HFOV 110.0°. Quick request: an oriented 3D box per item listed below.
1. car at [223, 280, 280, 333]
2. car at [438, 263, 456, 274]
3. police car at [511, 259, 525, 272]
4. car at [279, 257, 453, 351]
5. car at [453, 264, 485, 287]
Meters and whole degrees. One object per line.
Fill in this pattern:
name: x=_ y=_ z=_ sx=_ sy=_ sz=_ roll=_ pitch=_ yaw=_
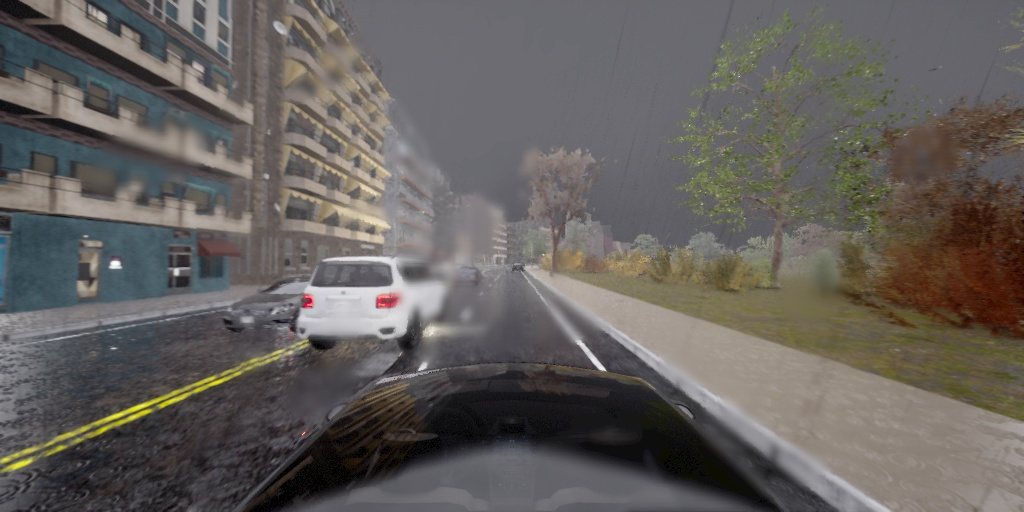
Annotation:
car: x=-6.591 y=1.379 z=11.282 sx=1.812 sy=1.442 sz=4.674 roll=0 pitch=-1 yaw=0
car: x=-9.801 y=1.852 z=54.113 sx=1.812 sy=1.442 sz=4.674 roll=0 pitch=-1 yaw=0
police car: x=0.973 y=1.831 z=61.091 sx=1.930 sy=1.638 sz=5.238 roll=0 pitch=-1 yaw=0
car: x=-3.150 y=1.053 z=9.371 sx=2.150 sy=2.045 sz=5.566 roll=0 pitch=-1 yaw=0
car: x=-3.187 y=1.575 z=27.179 sx=2.033 sy=1.411 sz=5.357 roll=0 pitch=-1 yaw=0
